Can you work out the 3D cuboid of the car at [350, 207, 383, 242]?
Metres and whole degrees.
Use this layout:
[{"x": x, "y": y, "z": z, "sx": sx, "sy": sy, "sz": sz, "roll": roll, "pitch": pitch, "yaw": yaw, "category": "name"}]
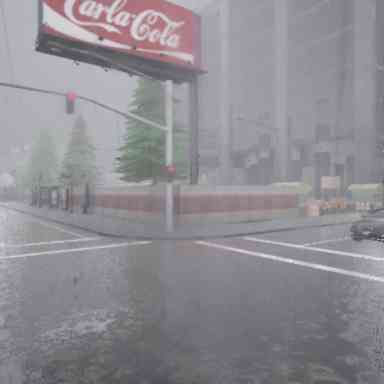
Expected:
[{"x": 8.905, "y": 1.398, "z": 14.647, "sx": 4.892, "sy": 1.490, "sz": 1.837, "roll": 0, "pitch": 0, "yaw": -35, "category": "car"}]
